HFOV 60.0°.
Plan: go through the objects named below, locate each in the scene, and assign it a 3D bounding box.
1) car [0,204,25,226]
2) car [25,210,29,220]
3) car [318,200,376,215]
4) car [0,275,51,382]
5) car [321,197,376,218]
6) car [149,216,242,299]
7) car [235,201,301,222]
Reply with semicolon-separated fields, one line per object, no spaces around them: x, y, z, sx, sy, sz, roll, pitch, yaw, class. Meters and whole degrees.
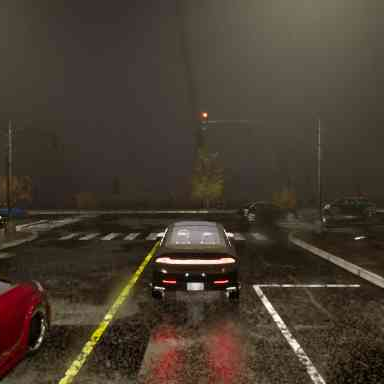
-14.190;1.644;22.117;4.892;1.490;1.837;0;1;1;car
-15.109;1.582;25.386;5.008;1.535;1.882;-1;1;1;car
14.749;1.429;31.811;4.718;1.301;1.895;0;1;-2;car
-3.083;1.564;3.221;1.994;1.385;4.181;0;0;0;car
13.144;1.232;28.529;4.553;1.767;2.097;0;1;-1;car
0.083;1.489;8.425;2.128;1.511;4.902;0;0;1;car
5.728;1.466;25.199;4.892;1.490;1.837;0;1;1;car
